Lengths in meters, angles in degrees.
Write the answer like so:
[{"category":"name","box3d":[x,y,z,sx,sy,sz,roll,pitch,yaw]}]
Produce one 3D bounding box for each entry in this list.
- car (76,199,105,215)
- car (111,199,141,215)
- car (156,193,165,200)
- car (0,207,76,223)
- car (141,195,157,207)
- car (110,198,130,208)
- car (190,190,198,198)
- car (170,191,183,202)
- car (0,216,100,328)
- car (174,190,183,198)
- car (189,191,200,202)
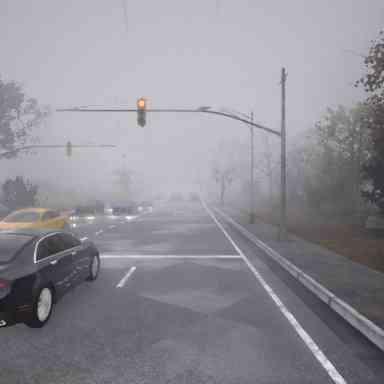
[{"category":"car","box3d":[-10.411,1.478,34.298,1.882,1.535,5.008,0,0,0]},{"category":"car","box3d":[-6.908,1.478,34.644,1.882,1.535,5.008,0,1,1]},{"category":"car","box3d":[-6.580,0.863,68.335,2.033,1.411,5.357,0,3,0]},{"category":"car","box3d":[-7.043,1.477,14.614,1.882,1.535,5.008,0,0,0]},{"category":"car","box3d":[-6.798,1.511,50.261,1.812,1.442,4.674,0,0,0]},{"category":"car","box3d":[-10.317,1.598,47.948,1.895,1.301,4.718,0,0,0]},{"category":"car","box3d":[0.462,0.455,74.247,1.882,1.535,5.008,0,3,0]},{"category":"car","box3d":[-3.007,0.839,64.409,2.097,1.767,4.553,0,3,0]},{"category":"car","box3d":[-3.374,1.505,6.997,1.837,1.490,4.892,0,0,0]},{"category":"car","box3d":[-3.032,0.445,74.460,1.882,1.535,5.008,0,3,0]},{"category":"car","box3d":[0.492,1.004,63.880,2.128,1.511,4.902,0,3,0]}]
